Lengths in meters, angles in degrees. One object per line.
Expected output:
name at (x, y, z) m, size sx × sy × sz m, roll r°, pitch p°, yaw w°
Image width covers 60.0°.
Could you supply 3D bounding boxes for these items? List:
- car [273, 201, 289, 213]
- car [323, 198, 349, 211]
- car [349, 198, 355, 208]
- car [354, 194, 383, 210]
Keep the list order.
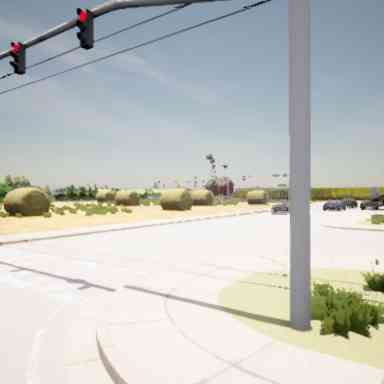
car at (10.588, 1.686, 37.041) m, size 1.895 × 1.301 × 4.718 m, roll 0°, pitch 0°, yaw 34°
car at (17.355, 1.603, 40.554) m, size 1.994 × 1.385 × 4.181 m, roll -1°, pitch -1°, yaw 35°
car at (22.934, 1.602, 48.836) m, size 2.128 × 1.511 × 4.902 m, roll 0°, pitch 0°, yaw 34°
car at (22.174, 1.228, 40.312) m, size 1.905 × 1.878 × 3.866 m, roll -6°, pitch -1°, yaw -8°
